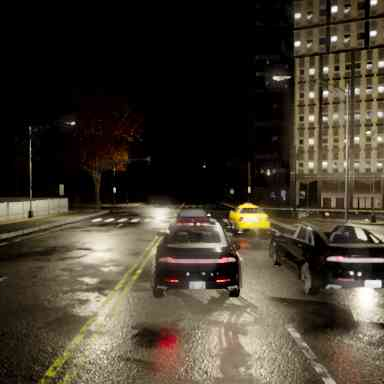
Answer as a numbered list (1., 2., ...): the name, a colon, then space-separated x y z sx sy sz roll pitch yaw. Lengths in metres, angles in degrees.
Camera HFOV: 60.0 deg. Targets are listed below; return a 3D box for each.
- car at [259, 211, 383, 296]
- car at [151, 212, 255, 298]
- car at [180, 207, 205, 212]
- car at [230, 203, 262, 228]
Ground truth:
1. car: 3.356 1.488 8.590 2.128 1.511 4.902 0 0 0
2. car: 0.083 1.487 8.499 2.128 1.511 4.902 0 0 0
3. car: 0.019 1.542 18.120 2.033 1.411 5.357 0 0 0
4. car: 3.342 1.450 20.158 1.801 1.575 5.366 0 0 0
